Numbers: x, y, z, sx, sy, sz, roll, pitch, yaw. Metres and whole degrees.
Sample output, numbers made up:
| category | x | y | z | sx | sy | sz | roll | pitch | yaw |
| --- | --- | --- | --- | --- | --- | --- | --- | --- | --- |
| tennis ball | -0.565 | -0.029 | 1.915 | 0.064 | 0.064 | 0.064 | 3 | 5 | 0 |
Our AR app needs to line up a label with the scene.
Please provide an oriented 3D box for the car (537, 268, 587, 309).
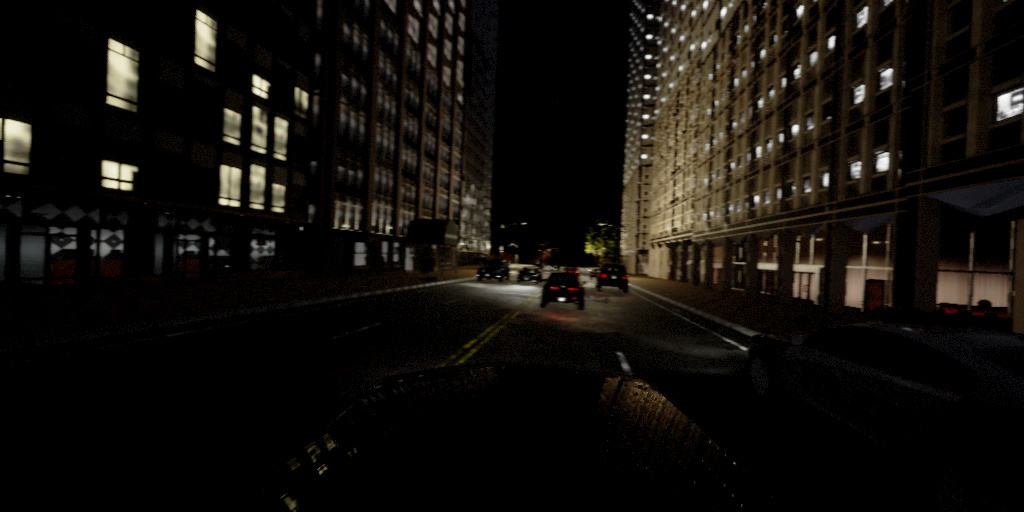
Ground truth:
| category | x | y | z | sx | sy | sz | roll | pitch | yaw |
| --- | --- | --- | --- | --- | --- | --- | --- | --- | --- |
| car | 2.468 | 1.552 | 17.045 | 1.837 | 1.490 | 4.892 | 2 | -1 | 10 |

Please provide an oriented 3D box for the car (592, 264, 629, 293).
| category | x | y | z | sx | sy | sz | roll | pitch | yaw |
| --- | --- | --- | --- | --- | --- | --- | --- | --- | --- |
| car | 7.593 | 1.621 | 27.600 | 2.150 | 2.045 | 5.566 | 2 | 0 | 11 |

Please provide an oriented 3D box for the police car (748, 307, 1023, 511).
| category | x | y | z | sx | sy | sz | roll | pitch | yaw |
| --- | --- | --- | --- | --- | --- | --- | --- | --- | --- |
| police car | 4.511 | 1.399 | 3.950 | 1.930 | 1.638 | 5.238 | 2 | -1 | 10 |

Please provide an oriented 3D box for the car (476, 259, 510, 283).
| category | x | y | z | sx | sy | sz | roll | pitch | yaw |
| --- | --- | --- | --- | --- | --- | --- | --- | --- | --- |
| car | -1.558 | 1.282 | 32.649 | 2.150 | 2.045 | 5.566 | 2 | -1 | 10 |

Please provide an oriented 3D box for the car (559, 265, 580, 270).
| category | x | y | z | sx | sy | sz | roll | pitch | yaw |
| --- | --- | --- | --- | --- | --- | --- | --- | --- | --- |
| car | 7.305 | 1.938 | 44.426 | 2.097 | 1.767 | 4.553 | 2 | -1 | 10 |

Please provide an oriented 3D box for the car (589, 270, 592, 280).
| category | x | y | z | sx | sy | sz | roll | pitch | yaw |
| --- | --- | --- | --- | --- | --- | --- | --- | --- | --- |
| car | 10.737 | 2.294 | 45.353 | 2.033 | 1.411 | 5.357 | 2 | -1 | 10 |

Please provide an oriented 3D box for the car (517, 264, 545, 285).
| category | x | y | z | sx | sy | sz | roll | pitch | yaw |
| --- | --- | --- | --- | --- | --- | --- | --- | --- | --- |
| car | 1.642 | 1.686 | 32.158 | 2.128 | 1.511 | 4.902 | 2 | -1 | 10 |
